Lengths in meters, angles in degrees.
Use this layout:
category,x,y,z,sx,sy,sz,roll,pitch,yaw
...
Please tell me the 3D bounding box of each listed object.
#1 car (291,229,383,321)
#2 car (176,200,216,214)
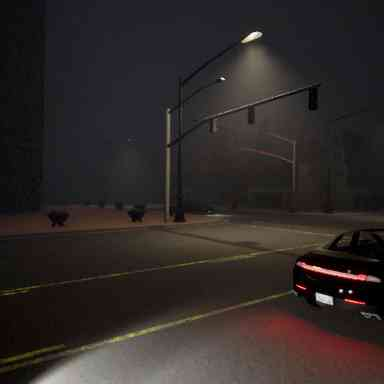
category,x,y,z,sx,sy,sz,roll,pitch,yaw
car,4.098,1.503,6.727,4.902,1.511,2.128,0,0,-35
car,0.265,1.624,36.056,2.033,1.411,5.357,1,-1,-35
